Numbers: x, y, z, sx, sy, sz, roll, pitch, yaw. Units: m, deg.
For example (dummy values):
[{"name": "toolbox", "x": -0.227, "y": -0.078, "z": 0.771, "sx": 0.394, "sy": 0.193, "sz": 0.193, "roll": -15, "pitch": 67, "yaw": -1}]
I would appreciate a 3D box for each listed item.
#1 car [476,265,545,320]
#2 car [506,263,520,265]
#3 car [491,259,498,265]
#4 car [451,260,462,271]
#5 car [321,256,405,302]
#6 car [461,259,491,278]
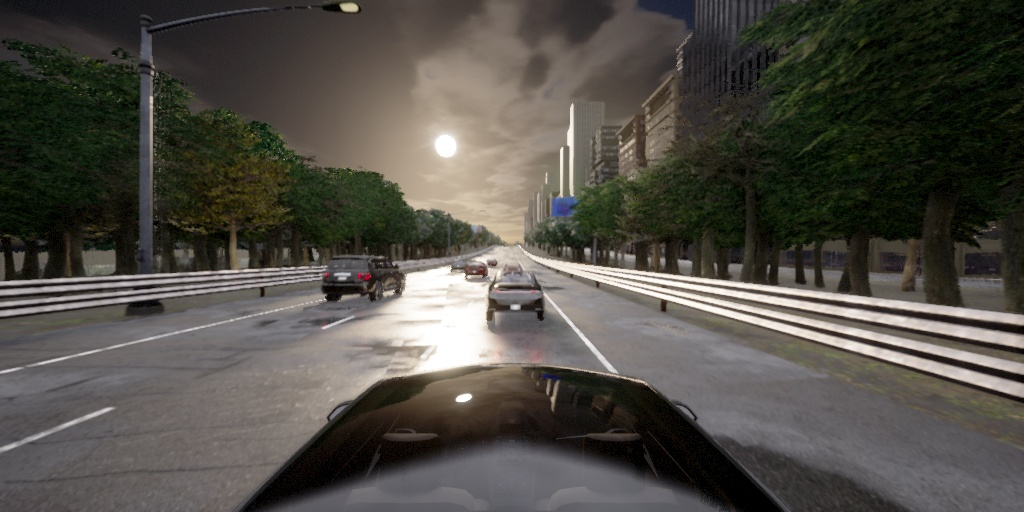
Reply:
[{"name": "car", "x": 0.097, "y": 1.260, "z": 12.752, "sx": 2.128, "sy": 1.511, "sz": 4.902, "roll": 0, "pitch": 0, "yaw": 0}, {"name": "car", "x": 0.091, "y": 1.375, "z": 37.624, "sx": 1.895, "sy": 1.301, "sz": 4.718, "roll": 0, "pitch": 0, "yaw": 0}, {"name": "car", "x": -3.414, "y": 1.134, "z": 61.337, "sx": 1.895, "sy": 1.301, "sz": 4.718, "roll": 0, "pitch": 1, "yaw": 0}, {"name": "car", "x": -6.911, "y": 1.263, "z": 48.114, "sx": 1.994, "sy": 1.385, "sz": 4.181, "roll": 0, "pitch": 1, "yaw": 0}, {"name": "car", "x": -6.904, "y": 1.004, "z": 17.270, "sx": 2.150, "sy": 2.045, "sz": 5.566, "roll": 0, "pitch": 0, "yaw": 0}, {"name": "car", "x": -3.409, "y": 1.263, "z": 34.793, "sx": 1.882, "sy": 1.535, "sz": 5.008, "roll": 0, "pitch": 0, "yaw": 0}]
